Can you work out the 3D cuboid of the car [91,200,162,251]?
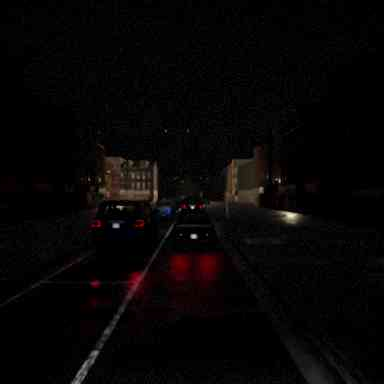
[{"bbox_3d":[-2.763,1.345,14.772,2.150,2.045,5.566,0,0,0],"label":"car"}]

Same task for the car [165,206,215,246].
[{"bbox_3d":[0.083,1.622,15.964,2.128,1.511,4.902,0,0,0],"label":"car"}]

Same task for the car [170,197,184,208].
[{"bbox_3d":[-2.694,1.828,60.055,2.192,1.841,5.009,0,-1,0],"label":"car"}]

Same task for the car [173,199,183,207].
[{"bbox_3d":[-2.697,2.108,65.487,1.887,1.381,4.507,0,-1,0],"label":"car"}]

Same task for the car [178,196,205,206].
[{"bbox_3d":[0.071,1.486,31.943,2.150,2.045,5.566,0,-1,0],"label":"car"}]

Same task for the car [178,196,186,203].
[{"bbox_3d":[-2.721,2.132,91.898,2.192,1.841,5.009,0,-1,0],"label":"car"}]

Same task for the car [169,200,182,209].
[{"bbox_3d":[-2.688,2.008,54.620,1.887,1.381,4.507,0,-1,0],"label":"car"}]

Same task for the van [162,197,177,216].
[{"bbox_3d":[-2.671,1.614,32.887,1.690,1.788,3.998,0,0,0],"label":"van"}]
